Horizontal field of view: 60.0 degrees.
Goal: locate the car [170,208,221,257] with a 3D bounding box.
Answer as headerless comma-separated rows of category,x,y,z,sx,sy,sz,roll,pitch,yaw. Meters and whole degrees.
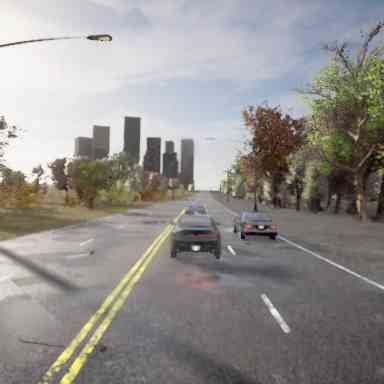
car,0.138,1.655,13.635,1.837,1.490,4.892,1,0,0

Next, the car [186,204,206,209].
car,0.323,1.838,31.445,1.994,1.385,4.181,1,-2,1

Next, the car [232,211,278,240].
car,3.421,1.802,18.816,2.033,1.411,5.357,1,-1,1
